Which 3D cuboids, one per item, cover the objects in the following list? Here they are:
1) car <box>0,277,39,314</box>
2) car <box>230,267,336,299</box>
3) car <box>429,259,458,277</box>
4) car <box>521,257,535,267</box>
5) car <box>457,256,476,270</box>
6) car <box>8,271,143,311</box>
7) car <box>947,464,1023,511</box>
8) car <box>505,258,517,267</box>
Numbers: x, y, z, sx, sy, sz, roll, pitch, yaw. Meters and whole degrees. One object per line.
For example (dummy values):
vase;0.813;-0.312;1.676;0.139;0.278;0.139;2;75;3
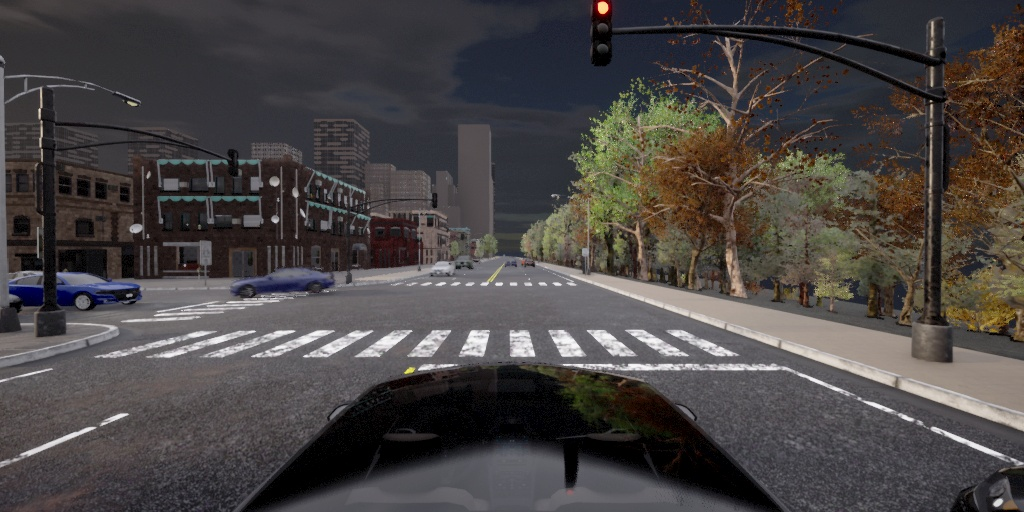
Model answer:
car;-20.000;1.564;12.480;4.313;1.339;1.948;0;0;0
car;-11.797;1.341;18.762;4.674;1.442;1.812;-2;2;-27
car;-6.768;1.263;35.136;1.812;1.442;4.674;0;0;0
car;3.041;1.227;63.203;1.837;1.490;4.892;0;0;0
car;-6.840;0.951;51.433;2.150;2.045;5.566;0;0;0
car;-18.753;1.434;15.196;5.008;1.535;1.882;-1;1;-1
car;3.364;1.314;0.164;1.994;1.385;4.181;0;0;-1
car;-0.214;1.074;63.985;2.097;1.767;4.553;0;0;0
